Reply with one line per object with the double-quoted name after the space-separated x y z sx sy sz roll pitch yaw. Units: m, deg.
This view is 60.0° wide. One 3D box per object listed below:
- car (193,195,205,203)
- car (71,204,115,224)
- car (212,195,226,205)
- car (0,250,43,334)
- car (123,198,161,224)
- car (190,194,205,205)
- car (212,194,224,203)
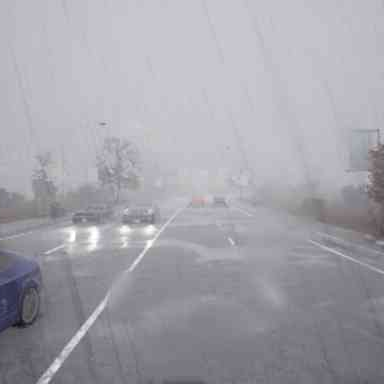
1.399 1.320 62.777 1.994 1.385 4.181 0 0 4 "car"
-6.964 1.508 23.797 1.895 1.301 4.718 0 0 1 "car"
4.281 1.301 52.305 1.837 1.490 4.892 0 0 3 "car"
-3.583 1.509 4.235 1.812 1.442 4.674 0 0 0 "car"
-3.469 1.259 23.589 2.097 1.767 4.553 0 0 1 "car"
0.803 1.146 52.823 2.097 1.767 4.553 0 0 3 "car"
4.890 1.248 62.518 2.128 1.511 4.902 0 0 4 "car"
